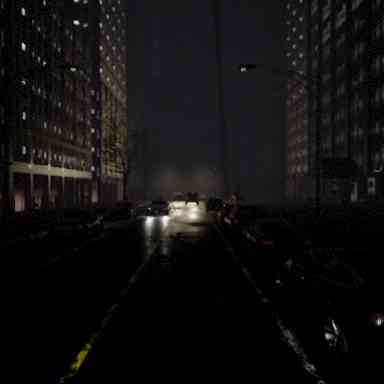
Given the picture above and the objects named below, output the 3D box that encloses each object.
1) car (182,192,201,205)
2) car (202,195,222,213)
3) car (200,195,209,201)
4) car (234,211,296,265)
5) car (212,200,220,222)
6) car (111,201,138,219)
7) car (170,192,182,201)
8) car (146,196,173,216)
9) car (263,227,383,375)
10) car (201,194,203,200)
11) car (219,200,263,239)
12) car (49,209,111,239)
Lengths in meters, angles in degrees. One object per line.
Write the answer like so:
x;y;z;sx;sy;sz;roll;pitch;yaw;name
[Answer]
0.003;1.044;53.324;2.150;2.045;5.566;0;0;0;car
2.361;1.363;35.046;1.882;1.535;5.008;0;0;0;car
2.685;1.297;73.284;1.887;1.381;4.507;-1;0;0;car
2.683;1.545;11.213;1.802;1.307;4.206;-1;0;0;car
2.683;1.493;22.498;1.947;1.339;4.313;-1;0;0;car
-5.698;1.474;28.139;1.947;1.339;4.313;-1;0;0;car
-2.997;0.964;72.408;2.150;2.045;5.566;0;0;0;car
-3.096;1.423;31.455;1.812;1.442;4.674;0;0;0;car
2.683;1.548;5.571;1.947;1.339;4.313;-1;0;0;car
2.684;1.357;50.882;1.752;1.417;4.829;-1;0;0;car
2.682;1.385;16.855;1.967;1.590;4.097;-1;0;0;car
-5.697;1.527;16.857;1.802;1.307;4.206;-1;0;0;car
